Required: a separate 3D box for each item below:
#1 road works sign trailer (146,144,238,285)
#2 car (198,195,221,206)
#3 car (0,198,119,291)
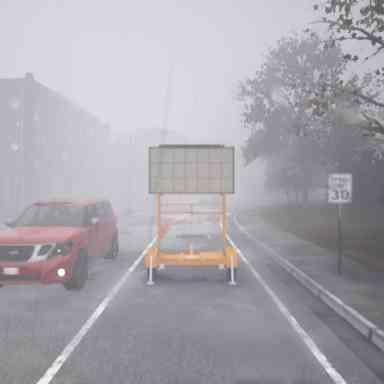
[{"bbox_3d":[-0.011,0.459,9.483,2.380,3.560,2.880,0,0,0],"label":"road works sign trailer"},{"bbox_3d":[2.761,1.232,52.434,2.097,1.767,4.553,0,0,32],"label":"car"},{"bbox_3d":[-3.583,1.216,9.376,2.150,2.045,5.566,0,0,0],"label":"car"}]
